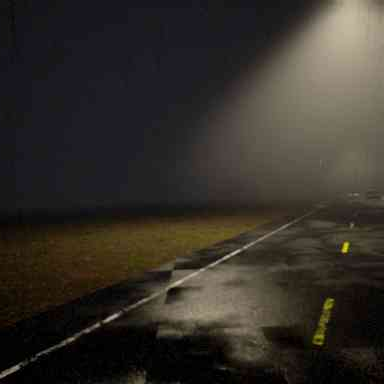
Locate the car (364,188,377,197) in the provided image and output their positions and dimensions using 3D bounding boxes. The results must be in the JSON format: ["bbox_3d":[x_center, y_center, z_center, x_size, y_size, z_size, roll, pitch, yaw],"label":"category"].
[{"bbox_3d":[34.888,0.072,65.140,2.128,1.511,4.902,-2,0,27],"label":"car"}]

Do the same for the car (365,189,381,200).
[{"bbox_3d":[26.413,0.501,48.497,1.895,1.301,4.718,-2,0,27],"label":"car"}]
